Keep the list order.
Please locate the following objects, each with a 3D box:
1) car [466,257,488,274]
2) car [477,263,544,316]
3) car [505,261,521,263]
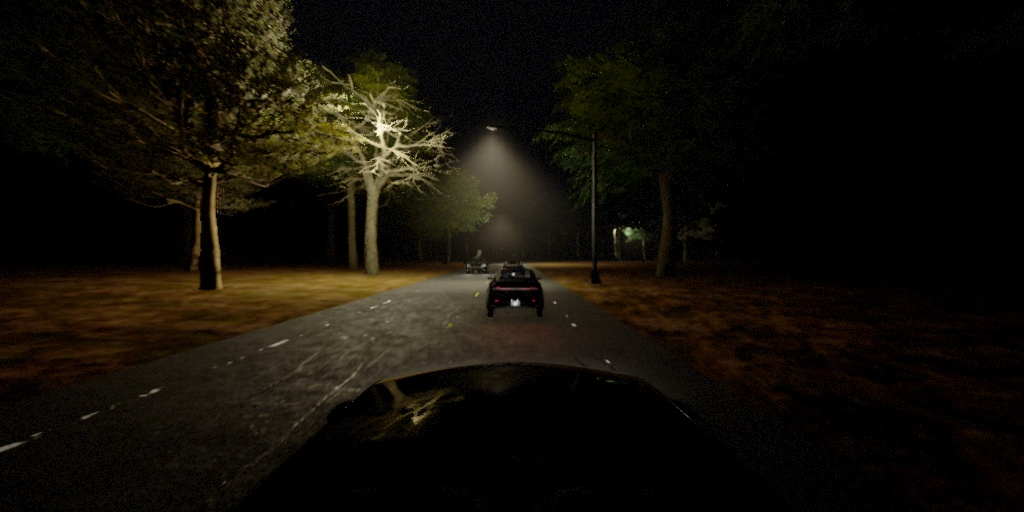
[{"bbox_3d":[-3.581,0.939,37.812,2.097,1.767,4.553,0,0,0],"label":"car"},{"bbox_3d":[0.102,1.188,13.101,2.128,1.511,4.902,0,0,0],"label":"car"},{"bbox_3d":[0.106,1.124,29.860,1.837,1.490,4.892,0,0,0],"label":"car"}]
